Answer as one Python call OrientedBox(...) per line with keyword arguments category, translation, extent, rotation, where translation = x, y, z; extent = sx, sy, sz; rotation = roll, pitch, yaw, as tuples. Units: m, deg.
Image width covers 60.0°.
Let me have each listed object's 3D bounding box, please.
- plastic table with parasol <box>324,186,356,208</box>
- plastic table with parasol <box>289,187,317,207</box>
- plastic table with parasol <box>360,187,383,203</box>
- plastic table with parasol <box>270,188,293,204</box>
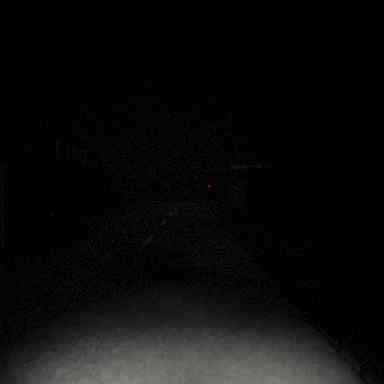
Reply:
OrientedBox(category="plastic table with parasol", translation=(17.852, 0.605, 40.049), extent=(2.482, 2.480, 2.482), rotation=(-5, 1, -39))
OrientedBox(category="plastic table with parasol", translation=(14.642, 0.629, 43.796), extent=(2.482, 2.480, 2.482), rotation=(-4, 4, -41))
OrientedBox(category="plastic table with parasol", translation=(28.268, 0.531, 52.112), extent=(2.482, 2.480, 2.482), rotation=(0, -1, -38))
OrientedBox(category="plastic table with parasol", translation=(14.177, 0.597, 52.489), extent=(2.482, 2.480, 2.482), rotation=(-1, 0, -40))
